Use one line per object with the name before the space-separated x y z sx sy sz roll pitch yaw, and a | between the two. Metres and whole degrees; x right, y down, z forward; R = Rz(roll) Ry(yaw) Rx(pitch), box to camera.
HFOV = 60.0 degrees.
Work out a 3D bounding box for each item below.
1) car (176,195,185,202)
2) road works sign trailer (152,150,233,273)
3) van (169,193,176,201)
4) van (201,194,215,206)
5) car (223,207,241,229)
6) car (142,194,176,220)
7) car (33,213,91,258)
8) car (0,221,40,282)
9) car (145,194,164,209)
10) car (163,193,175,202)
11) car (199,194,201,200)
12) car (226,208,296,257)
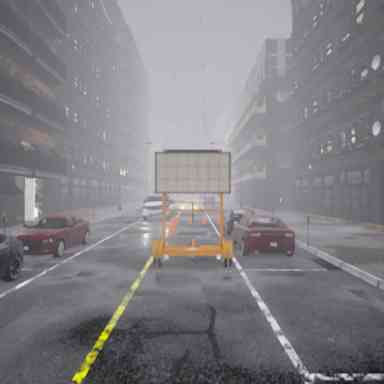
car | -2.598 1.465 68.658 1.812 1.442 4.674 0 0 0
road works sign trailer | 0.028 0.455 10.646 2.380 3.560 2.880 0 0 0
van | -5.107 1.267 86.504 1.690 1.788 3.998 1 0 0
van | 2.696 1.295 52.491 1.690 1.788 3.998 1 0 0
car | 2.616 1.535 18.466 2.008 1.369 4.403 1 0 0
car | -2.788 1.197 28.074 2.150 2.045 5.566 0 0 0
car | -5.277 1.534 12.783 1.887 1.381 4.507 1 0 0
car | -5.290 1.560 7.112 1.947 1.339 4.313 1 0 0
car | -5.197 1.274 46.808 2.192 1.841 5.009 1 0 0
car | -5.133 1.250 75.162 2.192 1.841 5.009 1 0 0
car | 2.773 1.241 86.516 2.192 1.841 5.009 1 0 0
car | 2.603 1.534 12.795 1.887 1.381 4.507 1 0 0
